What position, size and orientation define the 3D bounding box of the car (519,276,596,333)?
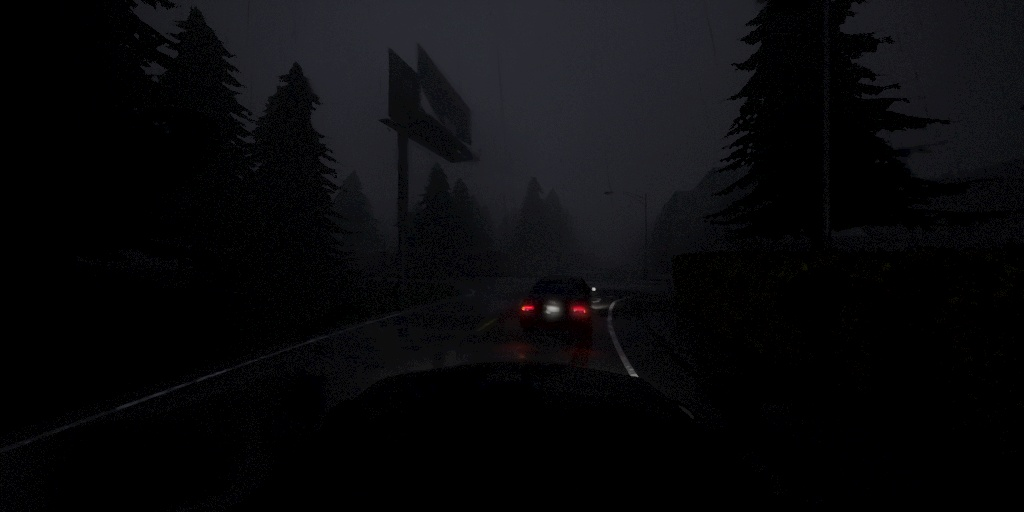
[{"bbox_3d":[1.517,1.299,10.877,2.033,1.411,5.357,0,0,12],"label":"car"}]
